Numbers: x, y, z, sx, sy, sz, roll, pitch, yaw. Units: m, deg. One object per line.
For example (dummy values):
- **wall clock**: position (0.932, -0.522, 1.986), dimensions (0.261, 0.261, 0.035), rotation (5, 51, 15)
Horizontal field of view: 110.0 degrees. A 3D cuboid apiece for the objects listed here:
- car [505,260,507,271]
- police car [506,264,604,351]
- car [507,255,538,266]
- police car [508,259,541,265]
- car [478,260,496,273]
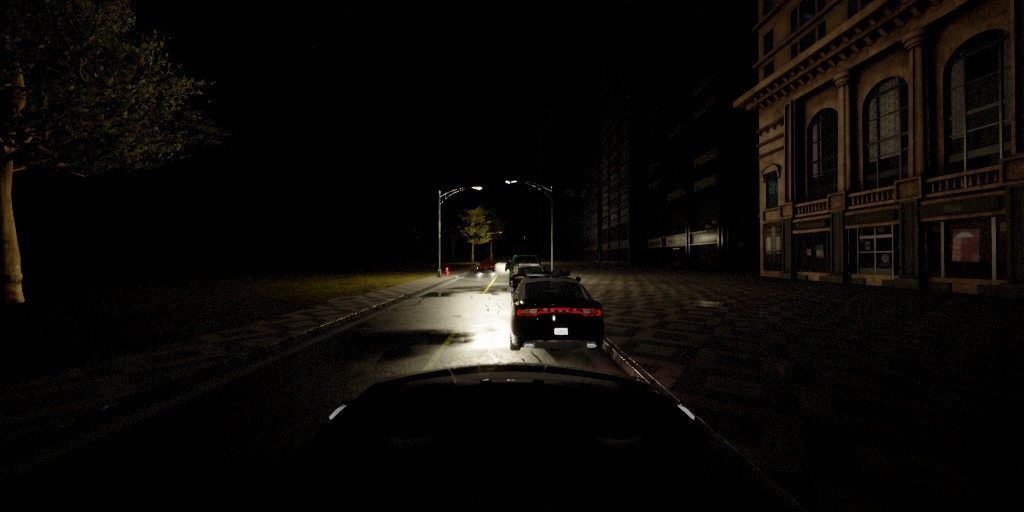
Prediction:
- **car**: position (0.015, 1.252, 46.600), dimensions (2.033, 1.411, 5.357), rotation (0, 0, 1)
- **police car**: position (0.899, 1.175, 9.149), dimensions (1.930, 1.638, 5.238), rotation (0, 0, 0)
- **car**: position (0.894, 0.963, 25.070), dimensions (2.150, 2.045, 5.566), rotation (0, 0, 0)
- **police car**: position (0.897, 1.170, 19.150), dimensions (1.930, 1.638, 5.238), rotation (0, 0, 0)
- **car**: position (-3.007, 1.188, 43.752), dimensions (1.882, 1.535, 5.008), rotation (0, 0, 0)
